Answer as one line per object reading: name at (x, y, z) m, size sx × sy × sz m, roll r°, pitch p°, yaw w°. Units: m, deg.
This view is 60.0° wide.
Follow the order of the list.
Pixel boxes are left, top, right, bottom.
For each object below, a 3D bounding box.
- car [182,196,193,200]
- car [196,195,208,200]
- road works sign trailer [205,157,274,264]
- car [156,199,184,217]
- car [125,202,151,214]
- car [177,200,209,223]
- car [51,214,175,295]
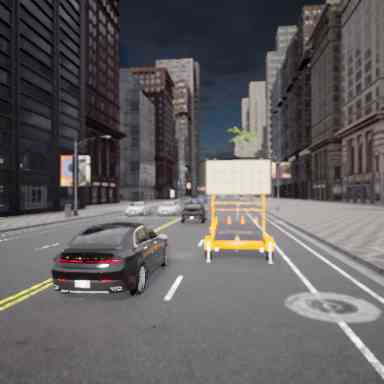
car at (-1.028, 1.772, 73.111) m, size 2.097 × 1.767 × 4.553 m, roll 0°, pitch 0°, yaw 7°
car at (2.193, 1.627, 72.676) m, size 2.150 × 2.045 × 5.566 m, roll 0°, pitch 0°, yaw 7°
road works sign trailer at (1.692, 0.527, 12.221) m, size 2.380 × 3.560 × 2.880 m, roll 0°, pitch 0°, yaw 7°
car at (-2.351, 1.736, 34.504) m, size 1.812 × 1.442 × 4.674 m, roll 0°, pitch 0°, yaw 7°
car at (-5.572, 1.751, 34.859) m, size 1.812 × 1.442 × 4.674 m, roll 0°, pitch 0°, yaw 6°
car at (0.279, 1.661, 27.267) m, size 1.837 × 1.490 × 4.892 m, roll 0°, pitch 0°, yaw 7°
car at (-1.859, 1.563, 8.908) m, size 1.837 × 1.490 × 4.892 m, roll 0°, pitch 0°, yaw 7°
